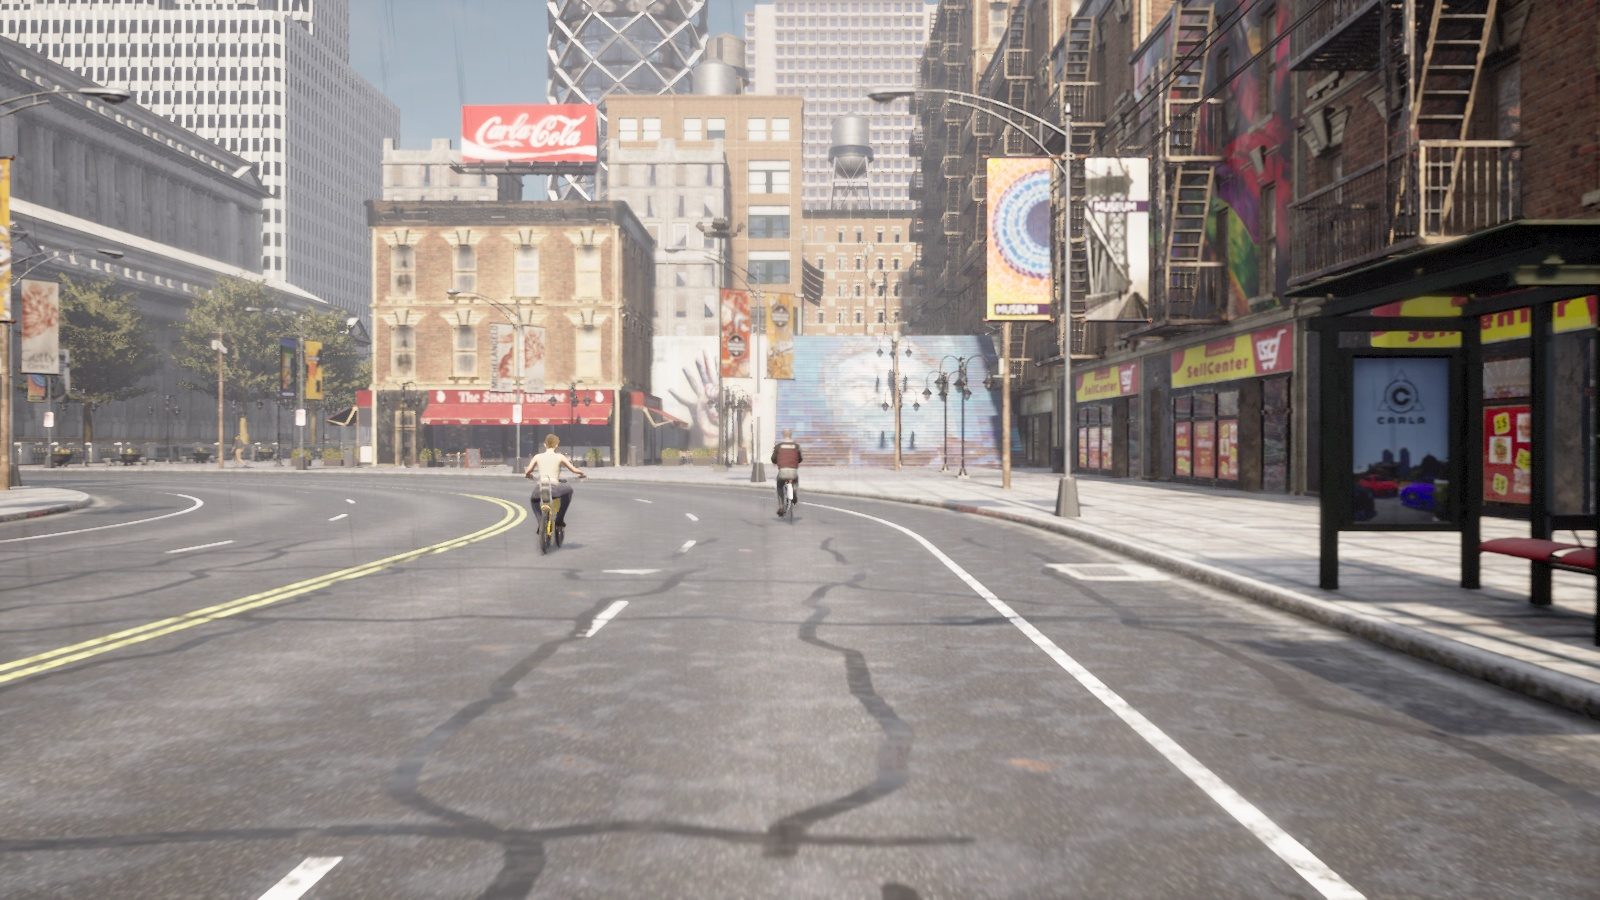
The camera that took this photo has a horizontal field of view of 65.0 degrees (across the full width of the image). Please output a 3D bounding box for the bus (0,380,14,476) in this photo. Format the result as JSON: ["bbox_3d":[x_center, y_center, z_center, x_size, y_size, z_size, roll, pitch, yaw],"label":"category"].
[{"bbox_3d":[-40.734,-0.974,55.220,10.273,4.253,3.944,0,0,7],"label":"bus"}]

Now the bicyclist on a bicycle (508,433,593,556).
[{"bbox_3d":[-3.403,0.583,17.288,0.866,1.612,1.509,0,0,0],"label":"bicyclist on a bicycle"}]

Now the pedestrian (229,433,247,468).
[{"bbox_3d":[-29.822,0.004,66.645,0.694,1.848,0.540,0,0,19],"label":"pedestrian"}]

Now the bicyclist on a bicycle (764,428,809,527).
[{"bbox_3d":[-0.265,0.484,23.576,0.659,1.776,1.843,0,1,-6],"label":"bicyclist on a bicycle"}]
